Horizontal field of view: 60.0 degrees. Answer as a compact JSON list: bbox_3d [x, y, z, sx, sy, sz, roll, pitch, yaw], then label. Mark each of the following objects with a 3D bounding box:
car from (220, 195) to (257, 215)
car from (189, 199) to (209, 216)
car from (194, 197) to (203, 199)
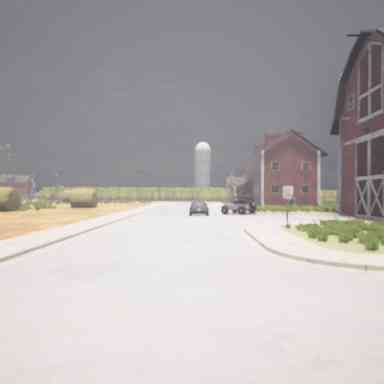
[{"bbox_3d":[4.820,1.307,34.277,1.905,1.878,3.866,-7,3,-41],"label":"car"},{"bbox_3d":[0.698,1.650,33.671,1.994,1.385,4.181,0,-1,1],"label":"car"},{"bbox_3d":[0.952,1.529,46.656,2.097,1.767,4.553,0,0,2],"label":"car"}]
